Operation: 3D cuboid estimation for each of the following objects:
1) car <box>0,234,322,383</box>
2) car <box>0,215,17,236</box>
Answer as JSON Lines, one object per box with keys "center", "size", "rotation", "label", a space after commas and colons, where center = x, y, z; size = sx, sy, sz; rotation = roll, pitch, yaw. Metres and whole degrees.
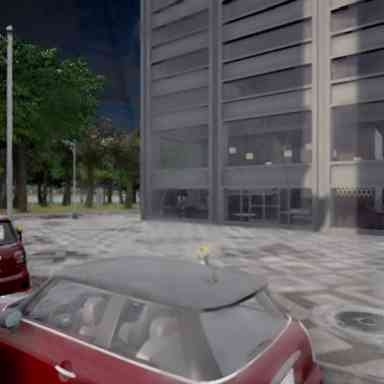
{"center": [-0.877, 1.442, 3.583], "size": [4.097, 1.590, 1.967], "rotation": [0, 0, 35], "label": "car"}
{"center": [-5.309, 1.322, 6.734], "size": [5.009, 1.841, 2.192], "rotation": [0, 0, 35], "label": "car"}
